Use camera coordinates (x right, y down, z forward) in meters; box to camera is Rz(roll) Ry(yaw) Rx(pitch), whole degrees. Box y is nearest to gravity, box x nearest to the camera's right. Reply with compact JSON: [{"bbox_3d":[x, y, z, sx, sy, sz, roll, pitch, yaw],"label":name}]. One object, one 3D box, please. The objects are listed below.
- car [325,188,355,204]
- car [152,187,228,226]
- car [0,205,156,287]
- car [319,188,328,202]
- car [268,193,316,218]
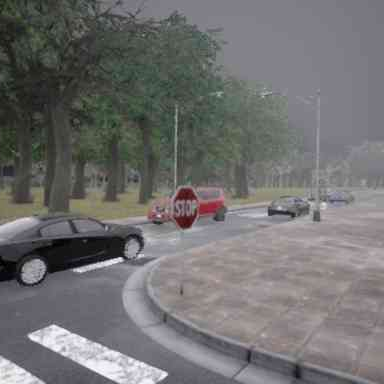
[{"bbox_3d":[17.137,0.586,37.781,2.033,1.411,5.357,1,2,36],"label":"car"},{"bbox_3d":[-0.044,0.778,18.977,2.150,2.045,5.566,1,2,36],"label":"car"},{"bbox_3d":[-3.477,1.321,9.173,1.882,1.535,5.008,2,2,36],"label":"car"},{"bbox_3d":[15.848,0.296,40.955,2.097,1.767,4.553,1,2,36],"label":"car"},{"bbox_3d":[6.992,0.993,23.705,1.994,1.385,4.181,1,2,36],"label":"car"}]
